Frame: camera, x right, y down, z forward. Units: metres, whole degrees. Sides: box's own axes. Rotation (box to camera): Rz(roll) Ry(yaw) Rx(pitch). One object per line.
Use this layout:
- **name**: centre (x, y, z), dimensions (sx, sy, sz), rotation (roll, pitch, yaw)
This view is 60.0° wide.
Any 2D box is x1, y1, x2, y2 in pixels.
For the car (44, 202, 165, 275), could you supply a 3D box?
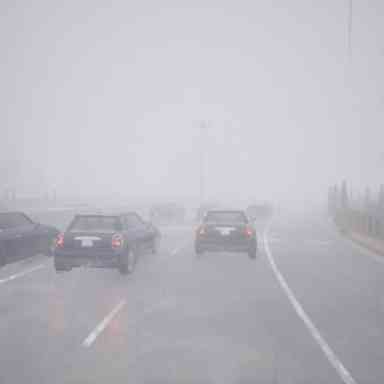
- **car**: centre (-2.459, 1.358, 10.762), dimensions (2.097, 1.767, 4.553), rotation (0, 0, 7)

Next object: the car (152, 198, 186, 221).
- **car**: centre (-1.976, 1.547, 28.086), dimensions (1.837, 1.490, 4.892), rotation (0, 0, 18)

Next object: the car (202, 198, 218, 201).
- **car**: centre (1.850, 1.550, 28.430), dimensions (1.837, 1.490, 4.892), rotation (0, 0, 19)

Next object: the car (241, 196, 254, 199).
- **car**: centre (10.706, 1.527, 64.184), dimensions (2.097, 1.767, 4.553), rotation (0, 0, 41)

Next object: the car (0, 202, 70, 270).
- **car**: centre (-6.025, 1.348, 10.424), dimensions (2.097, 1.767, 4.553), rotation (0, 0, 7)

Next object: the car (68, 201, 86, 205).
- **car**: centre (-9.769, 1.510, 27.222), dimensions (1.882, 1.535, 5.008), rotation (0, 0, 17)

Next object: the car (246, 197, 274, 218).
- **car**: centre (6.385, 1.524, 30.573), dimensions (1.882, 1.535, 5.008), rotation (0, 0, 21)

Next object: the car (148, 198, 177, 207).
- **car**: centre (-4.840, 1.691, 55.040), dimensions (2.033, 1.411, 5.357), rotation (0, 0, 32)

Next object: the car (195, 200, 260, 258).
- **car**: centre (1.430, 1.371, 13.102), dimensions (2.097, 1.767, 4.553), rotation (0, 0, 9)

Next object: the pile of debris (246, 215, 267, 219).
- **pile of debris**: centre (5.795, 2.224, 29.689), dimensions (1.500, 0.140, 1.860), rotation (0, 0, 21)

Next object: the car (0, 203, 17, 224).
- **car**: centre (-14.560, 1.535, 22.880), dimensions (1.812, 1.442, 4.674), rotation (0, 0, 14)
